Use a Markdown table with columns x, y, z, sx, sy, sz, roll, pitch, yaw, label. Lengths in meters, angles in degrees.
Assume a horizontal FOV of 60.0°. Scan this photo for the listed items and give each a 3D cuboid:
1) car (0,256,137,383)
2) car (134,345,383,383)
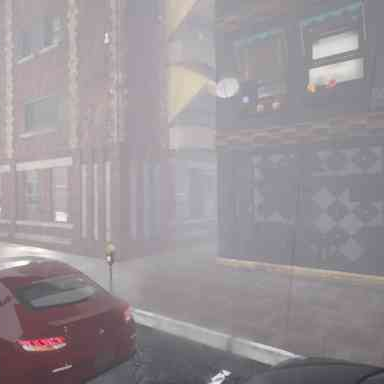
| x | y | z | sx | sy | sz | roll | pitch | yaw | label |
| --- | --- | --- | --- | --- | --- | --- | --- | --- | --- |
| -2.603 | 1.583 | 4.698 | 4.206 | 1.307 | 1.802 | 0 | -1 | 35 | car |
| 2.006 | 1.566 | 1.418 | 4.313 | 1.339 | 1.947 | 0 | -1 | 35 | car |
